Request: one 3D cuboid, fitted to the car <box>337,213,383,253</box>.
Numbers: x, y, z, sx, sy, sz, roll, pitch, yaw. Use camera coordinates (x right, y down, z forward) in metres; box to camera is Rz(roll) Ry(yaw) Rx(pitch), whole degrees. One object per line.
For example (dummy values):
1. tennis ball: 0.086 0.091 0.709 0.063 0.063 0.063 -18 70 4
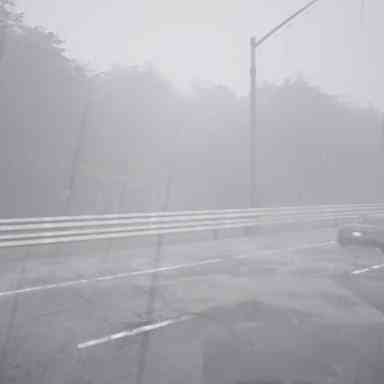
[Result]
1. car: 7.801 1.551 13.604 4.181 1.385 1.994 0 0 -36
